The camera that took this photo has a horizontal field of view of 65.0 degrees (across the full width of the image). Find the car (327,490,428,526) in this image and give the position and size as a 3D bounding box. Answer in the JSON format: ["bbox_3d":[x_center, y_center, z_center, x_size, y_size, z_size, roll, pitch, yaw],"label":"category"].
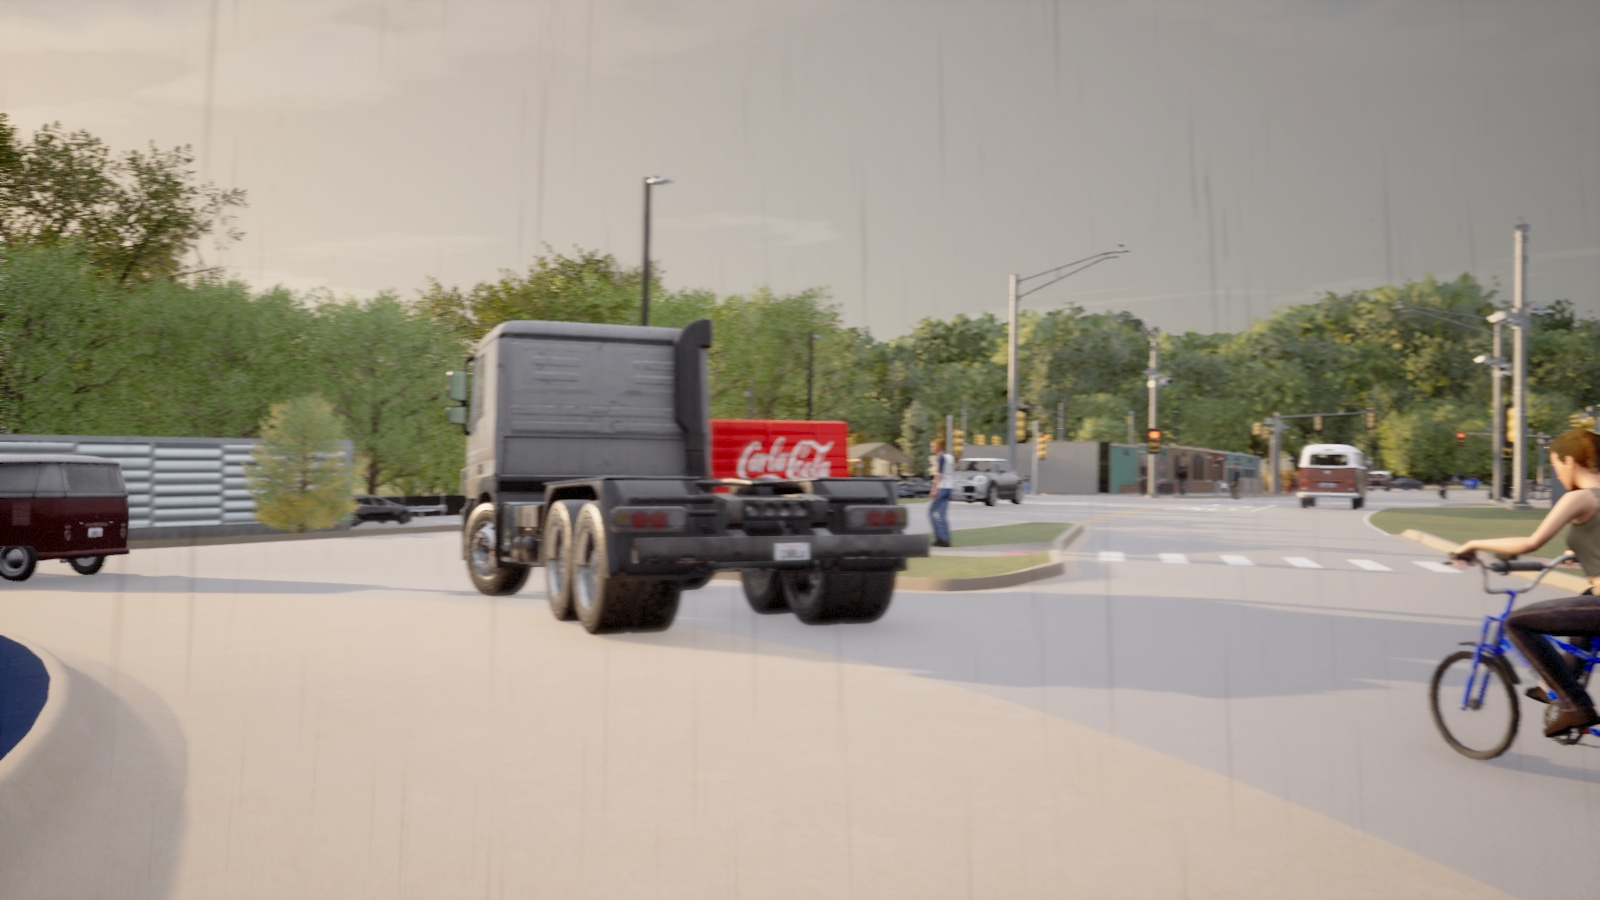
[{"bbox_3d":[-22.449,3.051,66.843,2.242,1.667,4.611,0,0,38],"label":"car"}]

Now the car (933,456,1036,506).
[{"bbox_3d":[5.821,0.952,39.378,1.970,1.475,3.806,0,0,29],"label":"car"}]

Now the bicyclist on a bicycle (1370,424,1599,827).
[{"bbox_3d":[3.484,0.715,5.644,0.866,1.612,1.509,2,-1,-17],"label":"bicyclist on a bicycle"}]

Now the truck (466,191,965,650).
[{"bbox_3d":[-1.526,-0.035,13.658,2.891,3.462,7.936,1,-3,-23],"label":"truck"}]

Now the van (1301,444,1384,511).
[{"bbox_3d":[17.604,0.889,40.638,2.069,2.038,4.480,0,-1,28],"label":"van"}]

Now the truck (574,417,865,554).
[{"bbox_3d":[-1.572,0.608,25.229,5.204,2.467,2.627,-1,1,-34],"label":"truck"}]

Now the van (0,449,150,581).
[{"bbox_3d":[-13.051,1.036,20.184,4.442,1.987,1.775,-1,-2,11],"label":"van"}]

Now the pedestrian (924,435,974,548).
[{"bbox_3d":[2.451,0.671,20.697,0.706,1.836,0.354,0,-2,29],"label":"pedestrian"}]

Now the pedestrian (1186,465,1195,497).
[{"bbox_3d":[24.191,1.912,77.739,0.402,1.930,0.666,0,-2,26],"label":"pedestrian"}]

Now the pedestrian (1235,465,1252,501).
[{"bbox_3d":[22.855,1.683,64.736,0.726,1.842,0.402,0,-2,37],"label":"pedestrian"}]
